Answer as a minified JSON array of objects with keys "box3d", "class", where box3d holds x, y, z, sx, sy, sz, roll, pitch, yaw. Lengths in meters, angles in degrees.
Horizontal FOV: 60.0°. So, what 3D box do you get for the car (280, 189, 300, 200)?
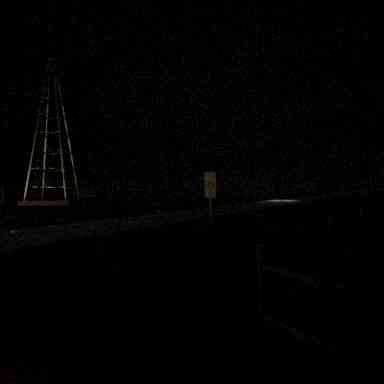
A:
[{"box3d":[14.624,0.331,49.485,1.837,1.490,4.892,-1,1,35],"class":"car"}]
